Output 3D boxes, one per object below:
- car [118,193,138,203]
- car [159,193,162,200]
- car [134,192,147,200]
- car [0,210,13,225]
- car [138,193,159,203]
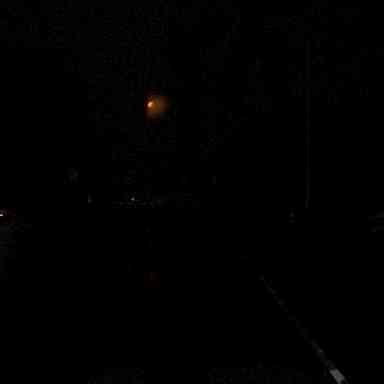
[{"bbox_3d":[-10.563,1.042,53.902,1.994,1.385,4.181,0,1,0],"label":"car"},{"bbox_3d":[-7.224,0.866,69.484,1.895,1.301,4.718,0,1,-2],"label":"car"},{"bbox_3d":[-10.718,0.813,69.277,2.033,1.411,5.357,0,1,-2],"label":"car"},{"bbox_3d":[-13.360,1.334,19.712,5.008,1.535,1.882,0,1,-3],"label":"car"},{"bbox_3d":[-7.059,1.040,54.106,1.994,1.385,4.181,0,1,0],"label":"car"}]
